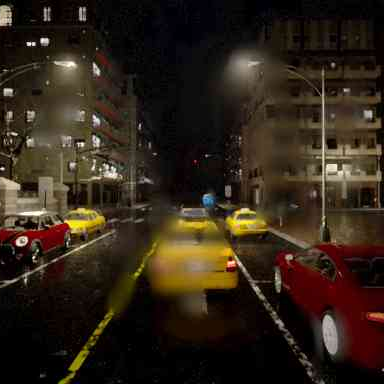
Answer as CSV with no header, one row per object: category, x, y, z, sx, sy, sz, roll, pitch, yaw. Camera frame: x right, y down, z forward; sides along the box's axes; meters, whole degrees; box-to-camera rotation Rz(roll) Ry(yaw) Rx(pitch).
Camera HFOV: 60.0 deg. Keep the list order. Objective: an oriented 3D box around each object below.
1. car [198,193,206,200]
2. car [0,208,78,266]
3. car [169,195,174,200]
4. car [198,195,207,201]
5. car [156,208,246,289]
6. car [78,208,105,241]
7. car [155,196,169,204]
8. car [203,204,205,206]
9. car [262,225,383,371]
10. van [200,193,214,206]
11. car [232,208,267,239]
car,2.651,1.248,89.007,2.192,1.841,5.009,1,0,0
car,-5.688,1.442,11.387,1.967,1.590,4.097,1,0,0
car,-5.733,1.515,89.060,1.802,1.307,4.206,1,0,0
car,2.651,1.494,83.336,2.008,1.369,4.403,1,0,0
car,0.094,1.458,9.127,1.801,1.575,5.366,0,0,0
car,-5.692,1.527,16.831,1.752,1.417,4.829,1,0,0
car,-5.717,1.556,60.705,1.802,1.307,4.206,1,0,0
car,0.096,1.602,19.616,1.895,1.301,4.718,0,0,0
car,2.694,1.546,5.755,1.887,1.381,4.507,1,0,0
van,2.670,1.321,54.981,1.690,1.788,3.998,1,0,0
car,2.688,1.527,17.159,1.752,1.417,4.829,1,0,0
